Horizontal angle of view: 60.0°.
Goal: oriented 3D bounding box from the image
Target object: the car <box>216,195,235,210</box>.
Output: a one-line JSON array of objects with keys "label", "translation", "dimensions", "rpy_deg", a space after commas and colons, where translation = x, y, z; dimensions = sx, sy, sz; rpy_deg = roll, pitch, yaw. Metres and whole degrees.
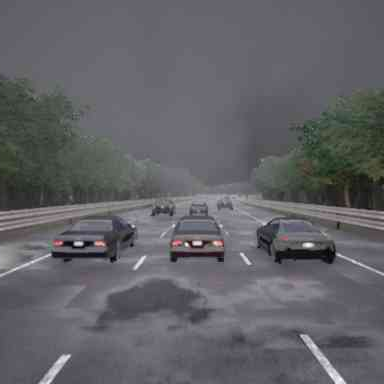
[{"label": "car", "translation": [4.726, 1.635, 48.370], "dimensions": [2.097, 1.767, 4.553], "rpy_deg": [0, -1, 3]}]

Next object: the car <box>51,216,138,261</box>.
[{"label": "car", "translation": [-3.310, 1.587, 12.320], "dimensions": [2.033, 1.411, 5.357], "rpy_deg": [0, 0, 1]}]

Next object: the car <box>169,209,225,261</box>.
[{"label": "car", "translation": [0.194, 1.590, 12.451], "dimensions": [2.033, 1.411, 5.357], "rpy_deg": [0, 0, 1]}]

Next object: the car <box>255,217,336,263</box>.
[{"label": "car", "translation": [3.594, 1.610, 12.208], "dimensions": [1.994, 1.385, 4.181], "rpy_deg": [0, 0, 1]}]

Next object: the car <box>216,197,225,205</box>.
[{"label": "car", "translation": [6.188, 1.976, 72.195], "dimensions": [1.882, 1.535, 5.008], "rpy_deg": [0, 0, 4]}]

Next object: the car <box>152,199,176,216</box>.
[{"label": "car", "translation": [-2.776, 1.511, 34.090], "dimensions": [2.097, 1.767, 4.553], "rpy_deg": [0, 0, 2]}]

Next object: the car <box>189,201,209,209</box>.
[{"label": "car", "translation": [0.741, 1.659, 34.557], "dimensions": [2.128, 1.511, 4.902], "rpy_deg": [0, 0, 2]}]

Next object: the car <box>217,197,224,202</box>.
[{"label": "car", "translation": [8.126, 2.206, 94.917], "dimensions": [1.812, 1.442, 4.674], "rpy_deg": [0, 0, 6]}]
